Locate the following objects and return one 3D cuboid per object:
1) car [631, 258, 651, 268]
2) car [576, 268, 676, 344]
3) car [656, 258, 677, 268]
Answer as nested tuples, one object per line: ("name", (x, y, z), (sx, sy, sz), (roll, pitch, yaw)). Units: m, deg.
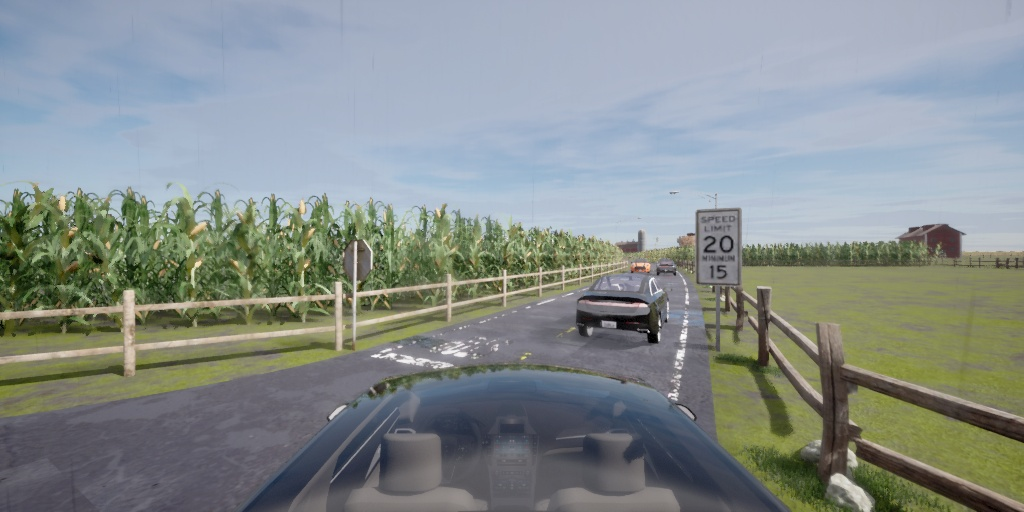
("car", (15.432, 1.099, 42.909), (2.097, 1.767, 4.553), (0, 0, 22))
("car", (3.170, 1.244, 9.776), (2.128, 1.511, 4.902), (0, 0, 27))
("car", (16.256, 1.244, 37.710), (2.128, 1.511, 4.902), (0, 0, 24))
